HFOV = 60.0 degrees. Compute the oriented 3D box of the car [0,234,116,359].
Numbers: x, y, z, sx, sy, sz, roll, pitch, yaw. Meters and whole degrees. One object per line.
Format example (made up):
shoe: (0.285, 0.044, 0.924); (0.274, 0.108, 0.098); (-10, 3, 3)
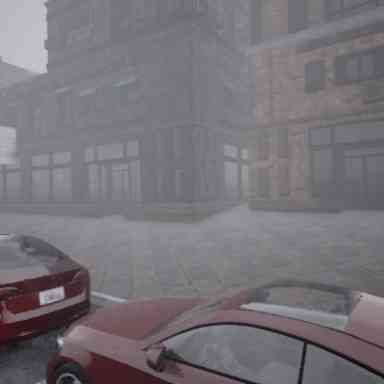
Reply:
car: (-3.886, 1.512, 6.039); (4.792, 1.488, 2.163); (0, 0, 35)
